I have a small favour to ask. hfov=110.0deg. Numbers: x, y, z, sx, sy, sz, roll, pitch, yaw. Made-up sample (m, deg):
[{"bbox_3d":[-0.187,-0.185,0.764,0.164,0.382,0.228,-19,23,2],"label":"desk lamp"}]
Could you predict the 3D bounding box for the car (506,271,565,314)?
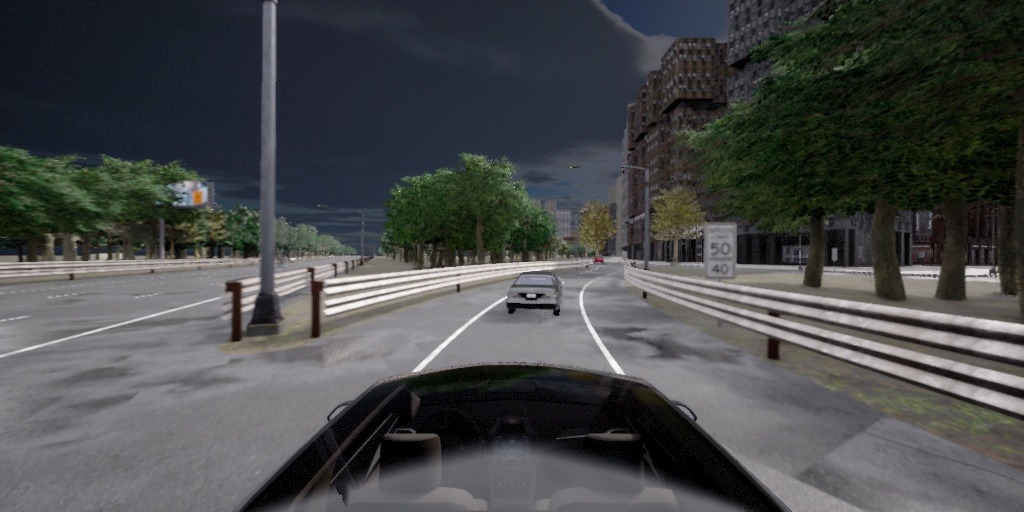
[{"bbox_3d":[0.997,1.294,13.774,2.033,1.411,5.357,0,0,9],"label":"car"}]
